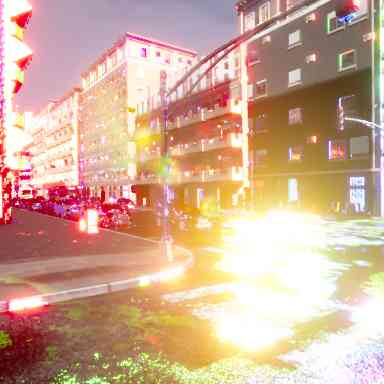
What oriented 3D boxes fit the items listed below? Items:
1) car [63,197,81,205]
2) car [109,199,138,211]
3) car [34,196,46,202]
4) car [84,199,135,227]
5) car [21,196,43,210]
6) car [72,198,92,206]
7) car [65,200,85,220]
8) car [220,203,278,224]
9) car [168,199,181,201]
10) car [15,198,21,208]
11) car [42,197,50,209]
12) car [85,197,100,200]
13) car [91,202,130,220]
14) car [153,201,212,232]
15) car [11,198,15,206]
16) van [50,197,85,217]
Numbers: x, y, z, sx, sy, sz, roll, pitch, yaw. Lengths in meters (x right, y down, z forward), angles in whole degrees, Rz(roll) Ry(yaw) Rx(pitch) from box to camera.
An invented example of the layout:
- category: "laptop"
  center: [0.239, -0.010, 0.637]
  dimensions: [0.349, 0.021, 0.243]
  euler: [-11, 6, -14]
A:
- category: "car"
  center: [-21.742, 1.645, 60.266]
  dimensions: [2.008, 1.369, 4.403]
  euler: [-1, 1, -36]
- category: "car"
  center: [-8.803, 1.581, 42.304]
  dimensions: [2.008, 1.369, 4.403]
  euler: [-1, 1, -36]
- category: "car"
  center: [-37.916, 1.728, 82.719]
  dimensions: [1.887, 1.381, 4.507]
  euler: [-1, 1, -36]
- category: "car"
  center: [-5.900, 1.553, 23.935]
  dimensions: [1.967, 1.590, 4.097]
  euler: [-1, 1, -36]
- category: "car"
  center: [-22.074, 1.628, 46.387]
  dimensions: [1.967, 1.590, 4.097]
  euler: [-1, 1, -36]
- category: "car"
  center: [-18.508, 1.644, 55.775]
  dimensions: [1.947, 1.339, 4.313]
  euler: [-1, 1, -36]
- category: "car"
  center: [-9.034, 1.652, 28.288]
  dimensions: [1.752, 1.417, 4.829]
  euler: [-1, 1, -36]
- category: "car"
  center: [4.036, 1.498, 24.480]
  dimensions: [1.752, 1.417, 4.829]
  euler: [-1, 1, -36]
- category: "car"
  center: [-2.335, 1.441, 33.322]
  dimensions: [1.967, 1.590, 4.097]
  euler: [-1, 1, -36]
- category: "car"
  center: [-25.307, 1.770, 50.878]
  dimensions: [1.947, 1.339, 4.313]
  euler: [-1, 1, -36]
- category: "car"
  center: [-19.048, 1.691, 46.747]
  dimensions: [2.033, 1.411, 5.357]
  euler: [-1, 0, -35]
- category: "car"
  center: [-15.275, 1.502, 51.284]
  dimensions: [1.967, 1.590, 4.097]
  euler: [-1, 1, -36]
- category: "car"
  center: [-7.592, 1.692, 30.717]
  dimensions: [1.895, 1.301, 4.718]
  euler: [-1, 0, -36]
- category: "car"
  center: [-0.649, 1.564, 21.126]
  dimensions: [1.837, 1.490, 4.892]
  euler: [-1, 0, -34]
- category: "car"
  center: [-31.776, 1.782, 59.860]
  dimensions: [1.887, 1.381, 4.507]
  euler: [-1, 1, -36]
- category: "van"
  center: [-12.371, 1.483, 32.914]
  dimensions: [1.690, 1.788, 3.998]
  euler: [-1, 1, -36]
